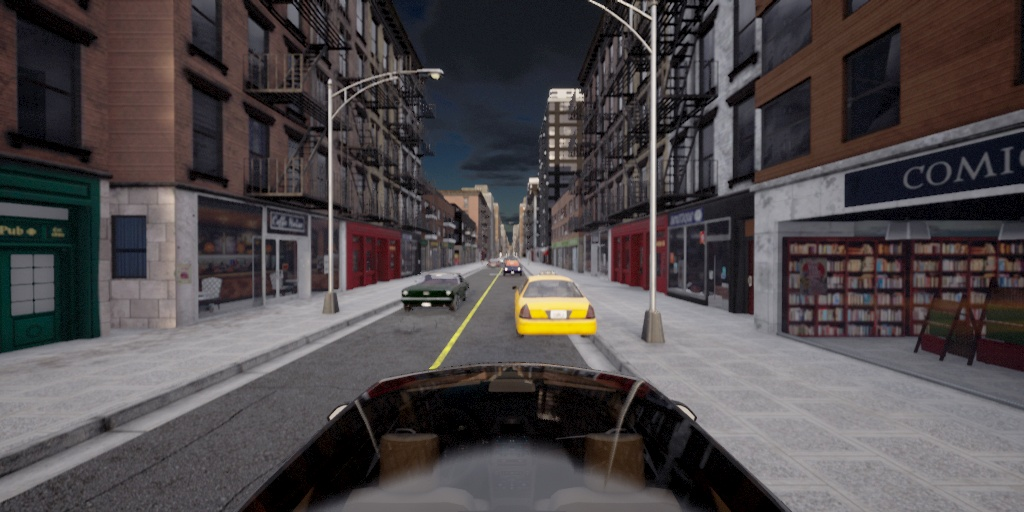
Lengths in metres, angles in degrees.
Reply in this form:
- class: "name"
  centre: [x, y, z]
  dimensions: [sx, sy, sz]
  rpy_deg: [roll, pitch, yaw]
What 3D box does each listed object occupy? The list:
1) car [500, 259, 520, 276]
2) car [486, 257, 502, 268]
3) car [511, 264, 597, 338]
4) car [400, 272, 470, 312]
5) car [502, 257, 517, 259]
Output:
- class: "car"
  centre: [0.074, 1.243, 35.462]
  dimensions: [1.895, 1.301, 4.718]
  rpy_deg: [0, 0, 0]
- class: "car"
  centre: [-2.814, 1.122, 55.708]
  dimensions: [1.812, 1.442, 4.674]
  rpy_deg: [0, 0, 0]
- class: "car"
  centre: [0.965, 1.175, 9.990]
  dimensions: [1.801, 1.575, 5.366]
  rpy_deg: [0, 0, 0]
- class: "car"
  centre: [-2.845, 1.305, 14.147]
  dimensions: [1.895, 1.301, 4.718]
  rpy_deg: [0, 0, 0]
- class: "car"
  centre: [0.055, 0.963, 49.201]
  dimensions: [2.097, 1.767, 4.553]
  rpy_deg: [0, 0, 0]
